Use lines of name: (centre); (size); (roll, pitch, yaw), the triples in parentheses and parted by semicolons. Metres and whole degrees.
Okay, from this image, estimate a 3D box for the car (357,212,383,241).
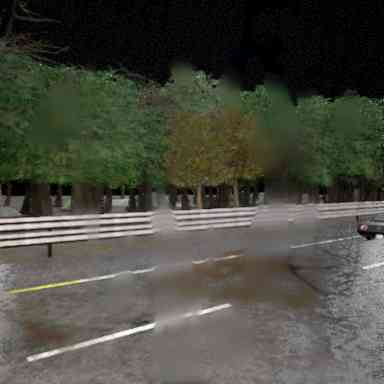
car: (9.418, 1.507, 14.776); (4.718, 1.301, 1.895); (0, 0, -36)
